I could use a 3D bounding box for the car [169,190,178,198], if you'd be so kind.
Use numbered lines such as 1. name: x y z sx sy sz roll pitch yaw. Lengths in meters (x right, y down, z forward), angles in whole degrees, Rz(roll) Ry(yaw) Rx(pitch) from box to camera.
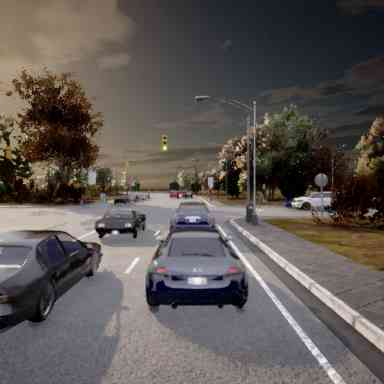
1. car: -5.180 0.450 93.587 2.150 2.045 5.566 0 1 -7

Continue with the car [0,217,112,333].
1. car: -3.425 1.528 7.081 2.033 1.411 5.357 0 0 -1

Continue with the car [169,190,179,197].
1. car: -4.337 0.597 82.846 2.150 2.045 5.566 0 1 -3

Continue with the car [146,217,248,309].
1. car: 0.069 1.540 7.925 1.994 1.385 4.181 0 0 -1

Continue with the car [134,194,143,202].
1. car: -10.867 1.100 61.151 2.128 1.511 4.902 0 0 0

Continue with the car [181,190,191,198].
1. car: -1.669 0.451 93.718 2.150 2.045 5.566 0 1 -7

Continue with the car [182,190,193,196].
1. car: -0.890 0.839 83.760 1.882 1.535 5.008 0 1 -4

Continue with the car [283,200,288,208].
1. car: 13.748 1.232 40.820 5.008 1.535 1.882 0 0 -4

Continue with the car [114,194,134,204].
1. car: -10.846 1.278 52.049 1.895 1.301 4.718 0 0 0

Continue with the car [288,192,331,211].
1. car: 14.118 1.000 37.338 5.566 2.045 2.150 0 0 -4

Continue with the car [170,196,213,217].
1. car: 0.023 1.268 16.993 2.097 1.767 4.553 0 0 0

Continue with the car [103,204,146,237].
1. car: -3.511 1.516 17.245 1.895 1.301 4.718 0 0 -1

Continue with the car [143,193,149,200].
1. car: -10.920 1.107 71.107 1.895 1.301 4.718 0 1 -1
